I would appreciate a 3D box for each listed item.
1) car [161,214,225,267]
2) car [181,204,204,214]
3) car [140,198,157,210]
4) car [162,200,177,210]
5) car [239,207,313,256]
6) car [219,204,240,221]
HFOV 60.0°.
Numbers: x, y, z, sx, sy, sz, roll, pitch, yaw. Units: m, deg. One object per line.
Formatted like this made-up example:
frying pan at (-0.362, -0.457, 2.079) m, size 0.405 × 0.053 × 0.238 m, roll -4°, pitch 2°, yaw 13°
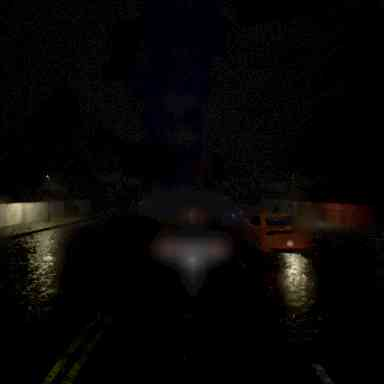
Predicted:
car at (0.046, 1.697, 11.798) m, size 1.895 × 1.301 × 4.718 m, roll 0°, pitch 0°, yaw 1°
car at (0.062, 1.753, 28.103) m, size 1.812 × 1.442 × 4.674 m, roll 0°, pitch 0°, yaw 0°
car at (-6.528, 1.756, 50.282) m, size 2.097 × 1.767 × 4.553 m, roll 0°, pitch 0°, yaw 0°
car at (-3.286, 1.872, 49.048) m, size 1.882 × 1.535 × 5.008 m, roll 0°, pitch -1°, yaw 0°
car at (3.313, 1.588, 13.634) m, size 1.882 × 1.535 × 5.008 m, roll 0°, pitch 0°, yaw 0°
car at (3.311, 1.754, 28.162) m, size 1.812 × 1.442 × 4.674 m, roll 0°, pitch 0°, yaw 0°
